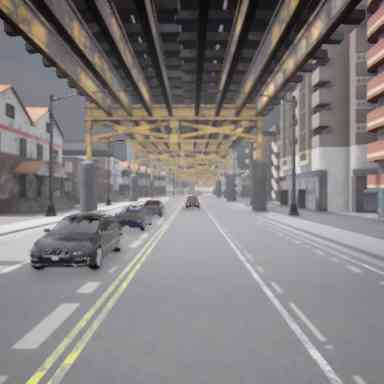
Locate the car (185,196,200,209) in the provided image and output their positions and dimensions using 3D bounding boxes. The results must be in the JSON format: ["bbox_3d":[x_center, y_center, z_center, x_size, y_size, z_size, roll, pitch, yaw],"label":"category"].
[{"bbox_3d":[0.103,1.513,43.870,1.895,1.301,4.718,0,0,0],"label":"car"}]

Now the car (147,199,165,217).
[{"bbox_3d":[-3.589,1.488,31.047,1.837,1.490,4.892,0,0,0],"label":"car"}]

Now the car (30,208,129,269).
[{"bbox_3d":[-3.596,1.504,11.176,1.837,1.490,4.892,0,0,0],"label":"car"}]

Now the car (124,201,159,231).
[{"bbox_3d":[-3.594,1.545,21.027,2.033,1.411,5.357,0,0,0],"label":"car"}]
